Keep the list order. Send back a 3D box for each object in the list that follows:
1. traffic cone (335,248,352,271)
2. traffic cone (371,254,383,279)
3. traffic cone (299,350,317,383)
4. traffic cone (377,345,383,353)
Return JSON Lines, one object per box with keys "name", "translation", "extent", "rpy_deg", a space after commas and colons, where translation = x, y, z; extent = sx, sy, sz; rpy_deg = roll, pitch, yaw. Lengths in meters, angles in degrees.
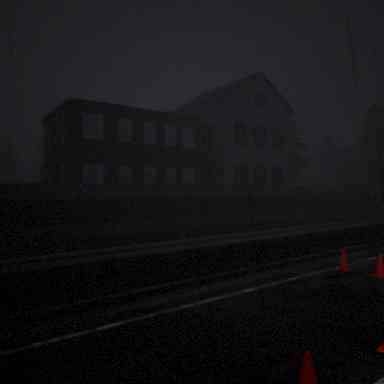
{"name": "traffic cone", "translation": [4.280, 1.892, 9.392], "extent": [0.340, 0.580, 0.340], "rpy_deg": [-1, 0, -36]}
{"name": "traffic cone", "translation": [4.869, 1.890, 8.584], "extent": [0.340, 0.580, 0.340], "rpy_deg": [-1, 0, -36]}
{"name": "traffic cone", "translation": [1.199, 1.936, 3.433], "extent": [0.340, 0.580, 0.340], "rpy_deg": [-1, 0, -36]}
{"name": "traffic cone", "translation": [2.815, 1.920, 4.611], "extent": [0.340, 0.580, 0.340], "rpy_deg": [-1, 0, -36]}
